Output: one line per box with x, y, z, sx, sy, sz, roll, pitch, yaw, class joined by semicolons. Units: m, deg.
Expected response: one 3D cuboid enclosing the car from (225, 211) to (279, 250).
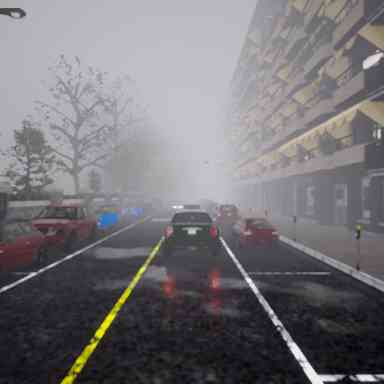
2.696;1.736;14.796;1.802;1.307;4.206;0;-1;0;car

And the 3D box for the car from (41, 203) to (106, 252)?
-5.685;1.469;14.803;2.192;1.841;5.009;0;-1;0;car

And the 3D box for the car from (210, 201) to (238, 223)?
2.701;1.714;26.059;1.967;1.590;4.097;0;-1;0;car

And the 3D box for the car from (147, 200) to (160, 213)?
-5.673;2.021;42.951;1.947;1.339;4.313;0;-1;0;car

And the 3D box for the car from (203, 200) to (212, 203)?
2.707;2.021;42.948;1.947;1.339;4.313;0;-1;0;car

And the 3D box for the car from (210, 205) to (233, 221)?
2.703;1.916;31.688;1.802;1.307;4.206;0;-1;0;car

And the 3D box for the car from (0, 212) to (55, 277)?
-5.686;1.534;9.171;1.967;1.590;4.097;0;-1;0;car

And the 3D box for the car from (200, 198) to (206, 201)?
2.712;2.019;54.208;1.967;1.590;4.097;0;-1;0;car

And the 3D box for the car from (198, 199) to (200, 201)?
2.717;2.236;65.638;1.752;1.417;4.829;0;-1;0;car

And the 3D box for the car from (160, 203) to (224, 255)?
0.006;1.496;14.072;2.097;1.767;4.553;0;-1;0;car

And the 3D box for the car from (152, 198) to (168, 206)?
-5.668;1.894;54.213;2.192;1.841;5.009;0;-1;0;car

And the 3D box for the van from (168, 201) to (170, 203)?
-5.663;2.049;65.472;1.690;1.788;3.998;0;-1;0;van

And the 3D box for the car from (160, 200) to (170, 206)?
-5.661;2.356;71.100;1.802;1.307;4.206;0;-1;0;car

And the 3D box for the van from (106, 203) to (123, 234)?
-5.682;1.555;20.433;1.690;1.788;3.998;0;-1;0;van

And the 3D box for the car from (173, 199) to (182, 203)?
-2.970;2.298;71.062;2.128;1.511;4.902;0;-1;0;car

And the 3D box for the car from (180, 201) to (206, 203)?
0.015;1.816;29.301;1.837;1.490;4.892;0;0;0;car

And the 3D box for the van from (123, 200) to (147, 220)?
-5.678;1.675;31.694;1.690;1.788;3.998;0;-1;0;van
